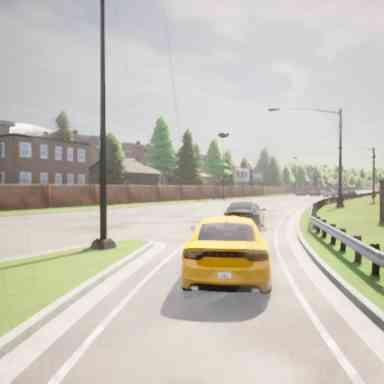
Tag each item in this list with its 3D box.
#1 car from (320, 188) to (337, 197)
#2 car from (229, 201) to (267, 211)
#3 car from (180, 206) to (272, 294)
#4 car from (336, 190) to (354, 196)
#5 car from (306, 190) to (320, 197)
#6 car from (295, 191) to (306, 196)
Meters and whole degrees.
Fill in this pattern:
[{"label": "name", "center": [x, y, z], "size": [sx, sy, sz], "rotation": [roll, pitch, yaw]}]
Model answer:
[{"label": "car", "center": [33.969, 0.120, 81.927], "size": [2.150, 2.045, 5.566], "rotation": [0, 1, 33]}, {"label": "car", "center": [2.847, 1.263, 17.936], "size": [1.837, 1.490, 4.892], "rotation": [0, 1, 16]}, {"label": "car", "center": [0.918, 1.361, 8.612], "size": [1.882, 1.535, 5.008], "rotation": [0, 1, 7]}, {"label": "car", "center": [36.892, 0.459, 80.005], "size": [2.033, 1.411, 5.357], "rotation": [0, 1, 33]}, {"label": "car", "center": [31.014, 0.410, 83.806], "size": [2.033, 1.411, 5.357], "rotation": [0, 1, 33]}, {"label": "car", "center": [28.075, 0.386, 85.707], "size": [2.033, 1.411, 5.357], "rotation": [0, 1, 33]}]
